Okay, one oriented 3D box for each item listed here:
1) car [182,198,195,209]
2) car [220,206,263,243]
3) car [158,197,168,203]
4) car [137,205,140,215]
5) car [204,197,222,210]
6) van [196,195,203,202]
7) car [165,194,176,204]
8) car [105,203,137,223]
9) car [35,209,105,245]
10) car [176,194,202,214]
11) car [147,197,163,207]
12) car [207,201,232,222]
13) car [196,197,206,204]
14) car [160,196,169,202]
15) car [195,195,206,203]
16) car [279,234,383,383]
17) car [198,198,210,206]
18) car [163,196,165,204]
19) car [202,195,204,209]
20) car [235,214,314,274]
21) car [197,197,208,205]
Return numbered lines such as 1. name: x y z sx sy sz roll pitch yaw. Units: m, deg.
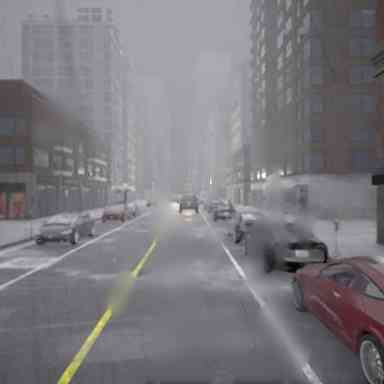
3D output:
1. car: -0.496 1.681 48.530 1.812 1.442 4.674 0 0 -1
2. car: 2.672 1.594 15.972 2.008 1.369 4.403 0 0 -1
3. car: -6.620 1.828 76.612 1.947 1.339 4.313 0 0 -1
4. car: -6.062 1.707 32.415 1.802 1.307 4.206 0 0 -1
5. car: 2.680 1.616 38.042 1.837 1.490 4.892 0 0 -1
6. van: 1.835 1.592 82.250 1.690 1.788 3.998 0 0 -1
7. car: -3.865 1.447 69.530 2.150 2.045 5.566 0 0 -1
8. car: -5.992 1.653 26.891 1.887 1.381 4.507 0 0 -1
9. car: -5.853 1.624 15.841 2.008 1.369 4.403 0 0 -1
10. car: -0.361 1.344 37.580 2.150 2.045 5.566 0 0 0
11. car: -6.341 1.760 54.513 1.947 1.339 4.313 0 0 -1
12. car: 2.533 1.645 27.018 1.947 1.339 4.313 0 0 -1
13. car: 1.975 1.782 71.203 1.947 1.339 4.313 0 0 -1
14. car: -6.690 1.720 82.137 1.967 1.590 4.097 0 0 -1
15. car: 1.905 1.548 76.727 2.192 1.841 5.009 0 0 -1
16. car: 2.811 1.589 4.925 1.802 1.307 4.206 0 0 -1
17. car: 2.114 1.733 60.157 2.008 1.369 4.403 0 0 -1
18. car: -6.550 1.827 71.087 1.802 1.307 4.206 0 0 -1
19. car: 2.559 1.487 45.012 2.097 1.767 4.553 0 0 -1
20. car: 2.741 1.591 10.448 1.947 1.339 4.313 0 0 -1
21. car: 2.045 1.750 65.680 2.008 1.369 4.403 0 0 -1
